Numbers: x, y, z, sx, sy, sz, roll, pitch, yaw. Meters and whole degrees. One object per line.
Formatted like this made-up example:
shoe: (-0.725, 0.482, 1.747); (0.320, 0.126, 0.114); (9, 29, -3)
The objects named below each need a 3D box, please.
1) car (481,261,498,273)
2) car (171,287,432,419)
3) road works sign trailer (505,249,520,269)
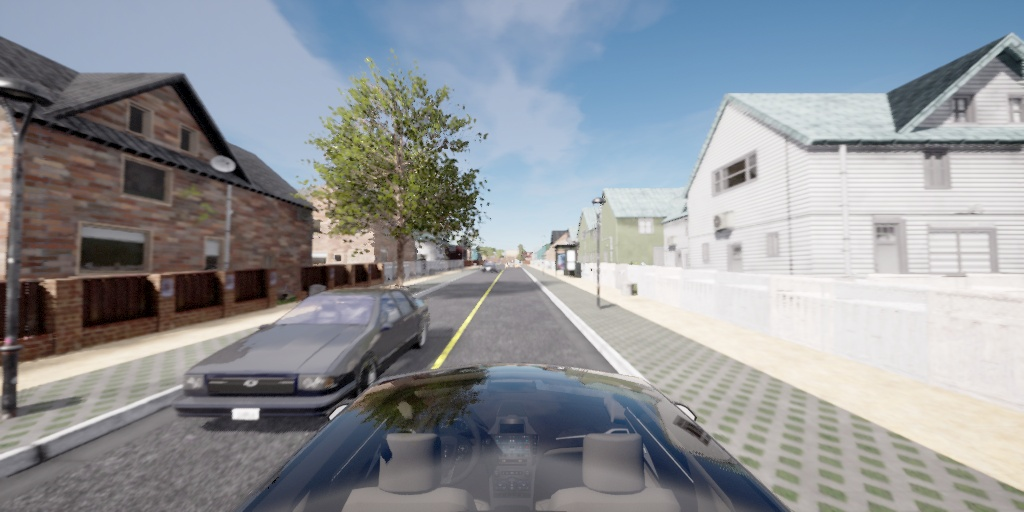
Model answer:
car: (-2.831, 1.406, 45.654); (2.128, 1.511, 4.902); (0, -1, 0)
car: (-2.842, 1.304, 6.493); (2.033, 1.411, 5.357); (0, 0, 0)
road works sign trailer: (-0.011, 0.516, 64.382); (2.380, 3.560, 2.880); (0, 0, 1)
